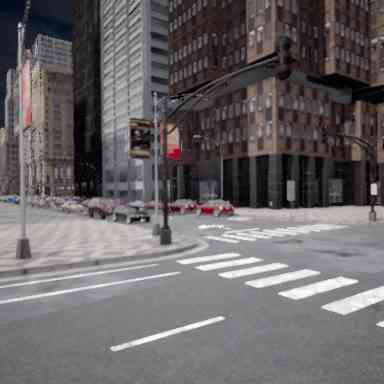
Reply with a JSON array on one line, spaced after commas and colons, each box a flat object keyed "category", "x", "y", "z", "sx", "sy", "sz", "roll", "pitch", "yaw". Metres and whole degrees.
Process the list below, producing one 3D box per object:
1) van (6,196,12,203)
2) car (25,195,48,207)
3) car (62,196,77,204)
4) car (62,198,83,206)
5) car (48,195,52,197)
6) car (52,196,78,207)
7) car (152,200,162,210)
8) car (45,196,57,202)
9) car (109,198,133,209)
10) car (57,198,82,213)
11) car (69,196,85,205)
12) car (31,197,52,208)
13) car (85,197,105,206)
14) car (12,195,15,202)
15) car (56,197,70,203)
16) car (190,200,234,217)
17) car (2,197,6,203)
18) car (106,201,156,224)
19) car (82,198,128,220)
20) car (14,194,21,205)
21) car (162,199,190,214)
[{"category": "van", "x": -42.704, "y": 1.750, "z": 79.460, "sx": 1.690, "sy": 1.788, "sz": 3.998, "roll": -1, "pitch": 0, "yaw": -36}, {"category": "car", "x": -26.944, "y": 1.605, "z": 57.377, "sx": 2.192, "sy": 1.841, "sz": 5.009, "roll": -1, "pitch": 0, "yaw": -36}, {"category": "car", "x": -26.301, "y": 1.662, "z": 71.154, "sx": 1.967, "sy": 1.590, "sz": 4.097, "roll": -1, "pitch": 0, "yaw": -36}, {"category": "car", "x": -21.440, "y": 1.754, "z": 59.595, "sx": 2.033, "sy": 1.411, "sz": 5.357, "roll": -1, "pitch": 0, "yaw": -36}, {"category": "car", "x": -32.602, "y": 1.821, "z": 79.986, "sx": 2.008, "sy": 1.369, "sz": 4.403, "roll": -1, "pitch": 0, "yaw": -36}, {"category": "car", "x": -20.259, "y": 1.699, "z": 52.776, "sx": 1.882, "sy": 1.535, "sz": 5.008, "roll": -1, "pitch": 0, "yaw": -36}, {"category": "car", "x": -4.239, "y": 1.652, "z": 40.244, "sx": 1.802, "sy": 1.307, "sz": 4.206, "roll": -1, "pitch": 0, "yaw": -36}, {"category": "car", "x": -35.852, "y": 1.820, "z": 84.540, "sx": 1.752, "sy": 1.417, "sz": 4.829, "roll": -1, "pitch": 0, "yaw": -36}, {"category": "car", "x": -10.542, "y": 1.655, "z": 49.075, "sx": 1.887, "sy": 1.381, "sz": 4.507, "roll": -1, "pitch": 0, "yaw": -36}, {"category": "car", "x": -14.234, "y": 1.729, "z": 39.574, "sx": 1.752, "sy": 1.417, "sz": 4.829, "roll": -1, "pitch": 0, "yaw": -36}, {"category": "car", "x": -23.150, "y": 1.638, "z": 66.738, "sx": 1.967, "sy": 1.590, "sz": 4.097, "roll": -1, "pitch": 0, "yaw": -36}, {"category": "car", "x": -23.788, "y": 1.850, "z": 52.962, "sx": 1.802, "sy": 1.307, "sz": 4.206, "roll": -1, "pitch": 0, "yaw": -36}, {"category": "car", "x": -16.944, "y": 1.679, "z": 58.045, "sx": 1.752, "sy": 1.417, "sz": 4.829, "roll": -1, "pitch": 0, "yaw": -36}, {"category": "car", "x": -36.396, "y": 1.905, "z": 70.628, "sx": 1.887, "sy": 1.381, "sz": 4.507, "roll": -1, "pitch": 0, "yaw": -36}, {"category": "car", "x": -29.452, "y": 1.790, "z": 75.570, "sx": 1.887, "sy": 1.381, "sz": 4.507, "roll": -1, "pitch": 0, "yaw": -36}, {"category": "car", "x": 2.062, "y": 1.472, "z": 31.412, "sx": 1.967, "sy": 1.590, "sz": 4.097, "roll": -1, "pitch": 0, "yaw": -36}, {"category": "car", "x": -45.854, "y": 1.873, "z": 83.878, "sx": 1.967, "sy": 1.590, "sz": 4.097, "roll": -1, "pitch": 0, "yaw": -36}, {"category": "car", "x": -4.876, "y": 1.712, "z": 26.463, "sx": 1.947, "sy": 1.339, "sz": 4.313, "roll": -1, "pitch": 0, "yaw": -36}, {"category": "car", "x": -8.032, "y": 1.481, "z": 30.878, "sx": 2.192, "sy": 1.841, "sz": 5.009, "roll": -1, "pitch": 0, "yaw": -36}, {"category": "car", "x": -33.249, "y": 1.651, "z": 66.210, "sx": 2.192, "sy": 1.841, "sz": 5.009, "roll": -1, "pitch": 0, "yaw": -36}, {"category": "car", "x": -1.090, "y": 1.491, "z": 35.828, "sx": 1.967, "sy": 1.590, "sz": 4.097, "roll": -1, "pitch": 0, "yaw": -36}]
